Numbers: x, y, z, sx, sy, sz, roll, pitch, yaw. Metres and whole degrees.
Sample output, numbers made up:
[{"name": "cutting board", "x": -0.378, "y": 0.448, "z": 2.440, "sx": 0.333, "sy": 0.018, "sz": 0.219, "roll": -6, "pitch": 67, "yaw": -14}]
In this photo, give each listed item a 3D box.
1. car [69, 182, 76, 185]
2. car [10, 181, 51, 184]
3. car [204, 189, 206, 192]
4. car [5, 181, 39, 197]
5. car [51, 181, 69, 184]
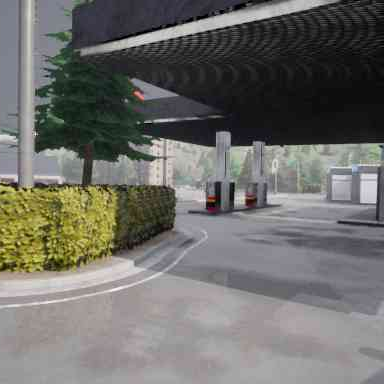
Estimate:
[{"name": "car", "x": -25.440, "y": -1.281, "z": 68.058, "sx": 4.605, "sy": 1.855, "sz": 1.932, "roll": 2, "pitch": 2, "yaw": 35}, {"name": "car", "x": -17.227, "y": -0.176, "z": 35.202, "sx": 3.866, "sy": 1.878, "sz": 1.905, "roll": 2, "pitch": 2, "yaw": 35}, {"name": "car", "x": 4.886, "y": -0.326, "z": 65.595, "sx": 5.027, "sy": 1.636, "sz": 2.152, "roll": 2, "pitch": 2, "yaw": 35}, {"name": "car", "x": -21.761, "y": -0.462, "z": 42.419, "sx": 4.605, "sy": 1.855, "sz": 1.932, "roll": 2, "pitch": 2, "yaw": 35}, {"name": "car", "x": -26.777, "y": -1.255, "z": 65.446, "sx": 3.866, "sy": 1.878, "sz": 1.905, "roll": 2, "pitch": 2, "yaw": 35}]
